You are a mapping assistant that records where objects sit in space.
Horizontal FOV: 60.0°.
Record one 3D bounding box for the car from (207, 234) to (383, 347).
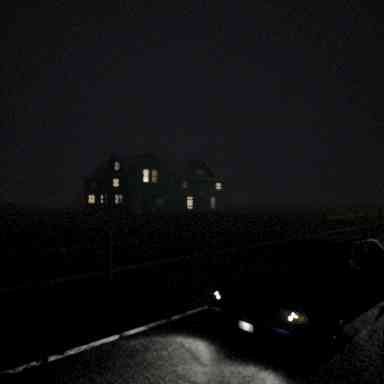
[{"bbox_3d":[2.755,1.602,6.720,5.357,1.411,2.033,0,-1,-42],"label":"car"}]
